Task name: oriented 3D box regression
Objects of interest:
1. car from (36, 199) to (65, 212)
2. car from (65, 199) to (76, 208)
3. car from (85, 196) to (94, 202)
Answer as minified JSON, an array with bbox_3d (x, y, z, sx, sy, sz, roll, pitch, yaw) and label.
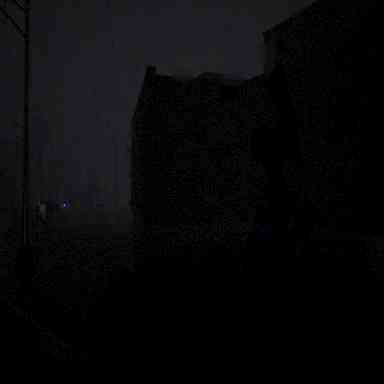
[{"bbox_3d":[-18.550,1.755,42.896,2.128,1.511,4.902,1,-1,-7],"label":"car"},{"bbox_3d":[-19.909,1.867,53.398,1.812,1.442,4.674,1,-1,-7],"label":"car"},{"bbox_3d":[-28.144,1.933,91.077,2.097,1.767,4.553,1,0,-7],"label":"car"}]
